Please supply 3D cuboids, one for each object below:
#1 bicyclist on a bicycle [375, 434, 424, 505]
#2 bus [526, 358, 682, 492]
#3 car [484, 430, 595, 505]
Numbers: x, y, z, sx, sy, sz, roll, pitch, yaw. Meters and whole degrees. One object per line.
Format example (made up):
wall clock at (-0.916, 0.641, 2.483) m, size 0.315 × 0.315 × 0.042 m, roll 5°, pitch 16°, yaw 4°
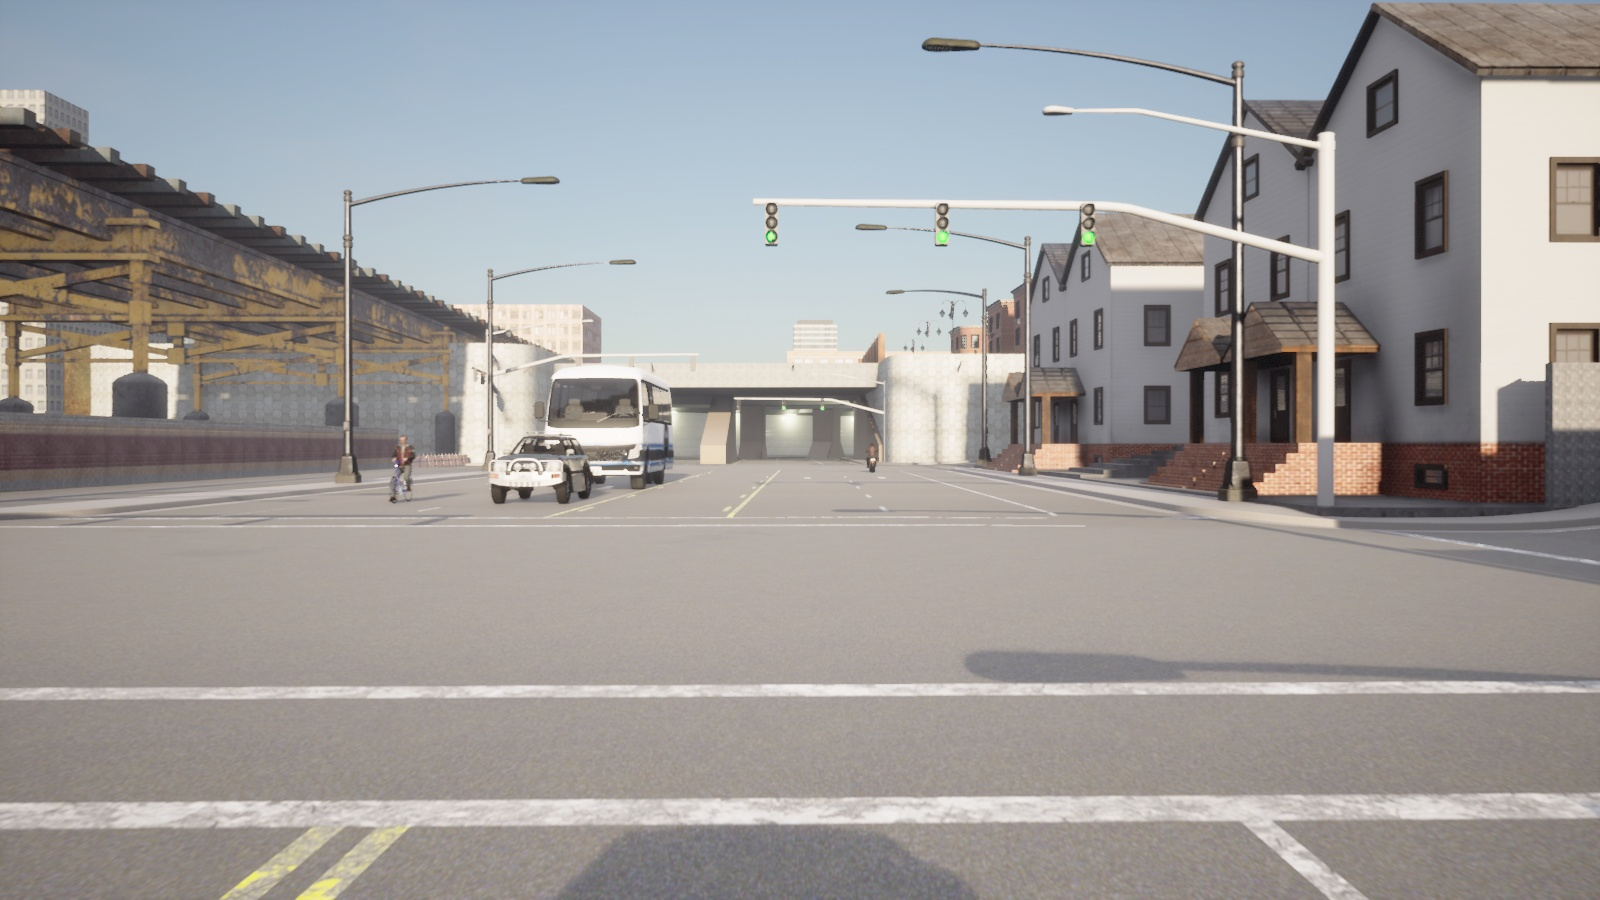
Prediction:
bicyclist on a bicycle at (-10.297, 0.479, 32.368) m, size 0.659 × 1.776 × 1.843 m, roll 0°, pitch 0°, yaw 0°
bus at (-6.722, -0.817, 45.127) m, size 3.944 × 4.253 × 10.273 m, roll 0°, pitch 0°, yaw 0°
car at (-6.788, 0.424, 33.192) m, size 1.932 × 1.855 × 4.605 m, roll 0°, pitch 0°, yaw 1°
